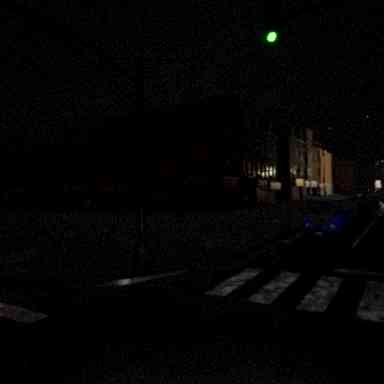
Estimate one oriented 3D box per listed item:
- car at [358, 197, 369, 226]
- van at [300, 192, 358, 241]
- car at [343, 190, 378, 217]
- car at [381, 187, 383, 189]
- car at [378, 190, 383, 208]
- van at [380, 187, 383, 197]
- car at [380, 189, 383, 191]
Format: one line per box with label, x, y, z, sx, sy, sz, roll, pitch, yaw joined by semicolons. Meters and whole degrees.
car;7.919;1.193;17.659;2.008;1.369;4.403;0;2;33
van;6.119;1.063;14.864;1.690;1.788;3.998;0;2;33
car;10.618;0.837;21.842;2.192;1.841;5.009;0;2;33
car;27.816;0.376;48.520;1.887;1.381;4.507;0;1;33
car;16.351;0.822;30.737;1.887;1.381;4.507;0;1;33
van;33.546;-0.029;57.407;1.690;1.788;3.998;0;1;33
car;22.084;0.629;39.629;1.802;1.307;4.206;0;1;33
